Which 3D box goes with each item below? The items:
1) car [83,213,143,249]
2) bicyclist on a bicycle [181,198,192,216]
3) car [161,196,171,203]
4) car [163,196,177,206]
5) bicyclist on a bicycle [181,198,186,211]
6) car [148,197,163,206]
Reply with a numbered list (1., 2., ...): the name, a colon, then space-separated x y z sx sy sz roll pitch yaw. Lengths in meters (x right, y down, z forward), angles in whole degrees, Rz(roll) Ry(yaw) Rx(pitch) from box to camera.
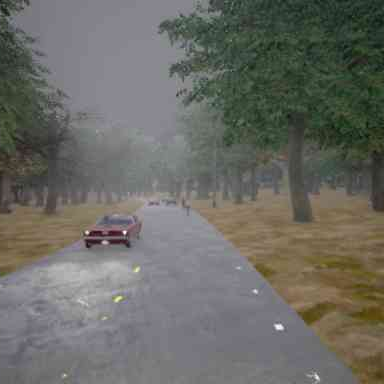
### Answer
1. car: -3.377 1.641 14.933 1.895 1.301 4.718 0 0 -2
2. bicyclist on a bicycle: -0.365 1.521 33.103 0.866 1.612 1.509 0 -1 -4
3. car: -5.892 1.729 75.592 1.812 1.442 4.674 0 0 -9
4. car: -3.707 1.662 60.037 1.837 1.490 4.892 0 0 -7
5. bicyclist on a bicycle: -1.081 1.560 42.478 0.582 1.620 1.656 0 0 -5
6. car: -6.381 1.616 56.301 1.882 1.535 5.008 0 0 -6
